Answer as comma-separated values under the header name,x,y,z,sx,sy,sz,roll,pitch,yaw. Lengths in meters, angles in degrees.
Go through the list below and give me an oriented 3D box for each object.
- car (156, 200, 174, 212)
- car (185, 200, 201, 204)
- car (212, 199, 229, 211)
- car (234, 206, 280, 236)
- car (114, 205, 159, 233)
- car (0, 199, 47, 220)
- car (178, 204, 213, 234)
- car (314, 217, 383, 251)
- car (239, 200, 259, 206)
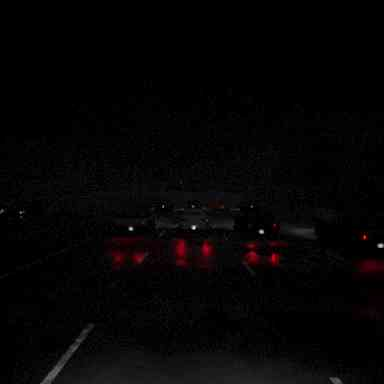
name,x,y,z,sx,sy,sz,roll,pitch,yaw
car,-3.377,1.678,41.110,1.994,1.385,4.181,0,0,0
car,0.123,1.681,41.085,1.994,1.385,4.181,0,0,0
car,3.624,1.587,42.405,1.882,1.535,5.008,0,1,0
car,3.610,1.754,19.423,1.895,1.301,4.718,0,0,0
car,-3.390,1.754,20.737,1.895,1.301,4.718,0,0,0
car,-14.080,1.505,27.925,2.097,1.767,4.553,0,0,0
car,0.110,1.680,20.293,1.812,1.442,4.674,0,0,0
car,7.107,1.736,14.737,1.895,1.301,4.718,0,0,0
car,7.124,1.681,41.660,1.994,1.385,4.181,0,0,0
